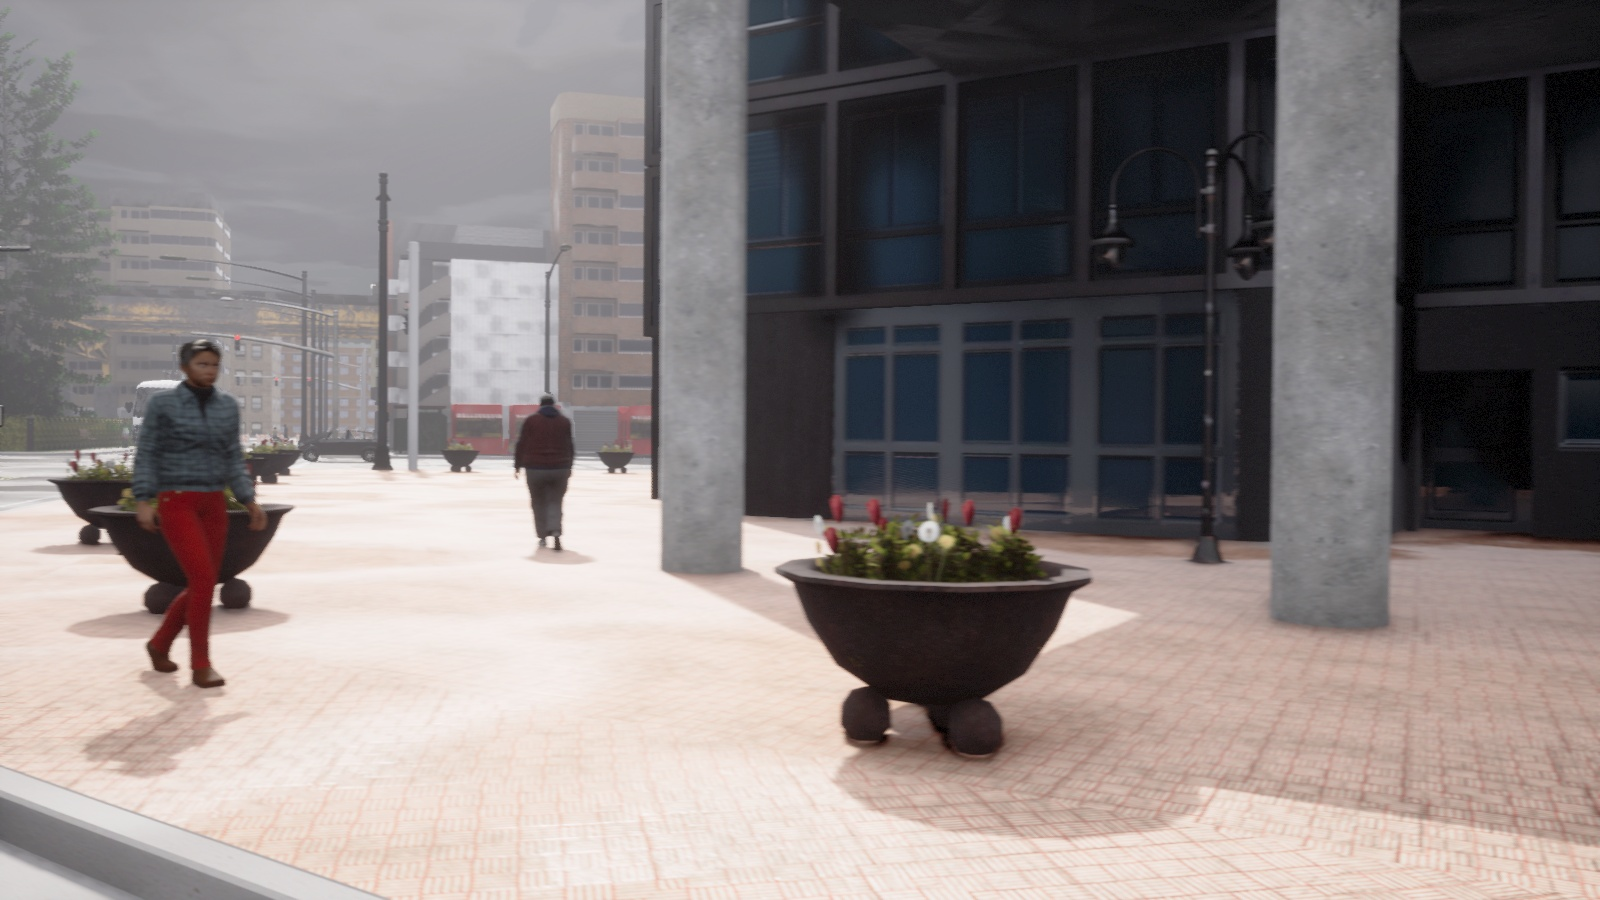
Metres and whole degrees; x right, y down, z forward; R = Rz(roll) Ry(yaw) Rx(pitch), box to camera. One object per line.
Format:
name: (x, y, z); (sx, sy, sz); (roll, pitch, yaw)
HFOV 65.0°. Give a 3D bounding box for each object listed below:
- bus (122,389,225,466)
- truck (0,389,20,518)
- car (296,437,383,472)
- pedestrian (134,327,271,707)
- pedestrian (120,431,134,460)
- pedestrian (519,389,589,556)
bus: (-36.855, -1.306, 74.329); (3.944, 4.253, 10.273); (-1, 1, -18)
truck: (-16.166, 0.093, 22.408); (2.627, 2.467, 5.204); (-1, 1, -18)
car: (-21.231, 0.172, 58.073); (3.705, 1.549, 1.789); (-1, 1, -19)
pedestrian: (-3.063, 0.325, 6.434); (0.614, 1.847, 0.353); (0, 1, 36)
pedestrian: (-44.790, -0.315, 83.574); (0.659, 1.952, 0.873); (-1, 1, -20)
pedestrian: (-2.822, 0.239, 14.353); (0.634, 1.844, 0.899); (-1, 1, -20)
